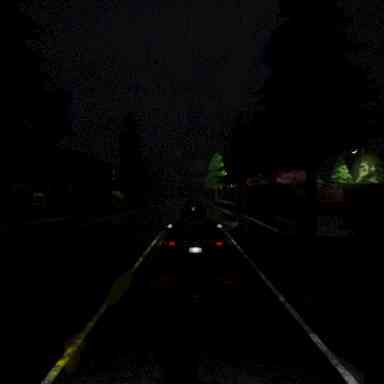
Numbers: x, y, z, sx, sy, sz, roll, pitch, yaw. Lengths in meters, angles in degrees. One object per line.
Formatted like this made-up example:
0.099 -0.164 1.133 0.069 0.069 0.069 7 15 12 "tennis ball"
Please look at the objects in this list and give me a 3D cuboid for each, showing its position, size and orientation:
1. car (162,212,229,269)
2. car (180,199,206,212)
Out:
0.099 1.581 11.213 1.994 1.385 4.181 0 0 0 "car"
0.101 1.402 28.576 2.097 1.767 4.553 0 0 0 "car"
